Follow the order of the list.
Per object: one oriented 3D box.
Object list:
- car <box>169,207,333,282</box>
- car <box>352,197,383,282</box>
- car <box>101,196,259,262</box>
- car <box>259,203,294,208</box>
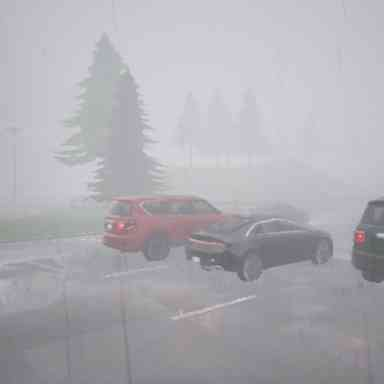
[{"bbox_3d":[2.058,1.398,9.515,4.902,1.511,2.128,-1,1,-35],"label":"car"},{"bbox_3d":[6.163,1.094,8.145,5.566,2.045,2.150,-1,1,-36],"label":"car"},{"bbox_3d":[-0.430,1.135,12.039,5.566,2.045,2.150,-1,1,-36],"label":"car"},{"bbox_3d":[5.345,1.349,20.459,4.181,1.385,1.994,-1,1,-35],"label":"car"}]
